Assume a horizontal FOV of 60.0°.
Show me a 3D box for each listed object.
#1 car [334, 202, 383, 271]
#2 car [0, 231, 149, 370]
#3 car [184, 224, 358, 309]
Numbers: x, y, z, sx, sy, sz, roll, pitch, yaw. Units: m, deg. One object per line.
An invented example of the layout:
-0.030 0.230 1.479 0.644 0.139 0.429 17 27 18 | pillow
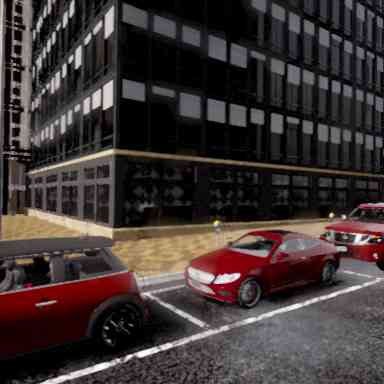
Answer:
6.374 1.300 10.990 5.009 1.841 2.192 0 1 -35 | car
-2.753 1.435 4.584 4.097 1.590 1.967 0 1 -35 | car
1.808 1.572 7.791 4.206 1.307 1.802 0 1 -35 | car
